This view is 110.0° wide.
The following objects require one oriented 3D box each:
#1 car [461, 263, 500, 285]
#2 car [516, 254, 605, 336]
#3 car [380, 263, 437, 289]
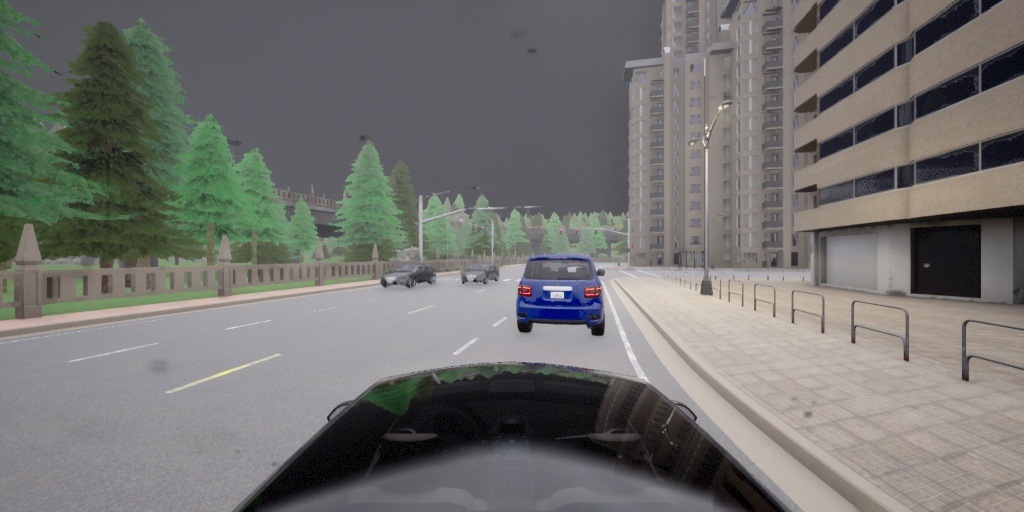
[{"bbox_3d":[-2.244,1.282,26.468,2.128,1.511,4.902,0,0,13],"label":"car"},{"bbox_3d":[1.557,0.974,10.689,2.150,2.045,5.566,0,0,12],"label":"car"},{"bbox_3d":[-6.579,1.244,23.306,2.128,1.511,4.902,0,0,13],"label":"car"}]
